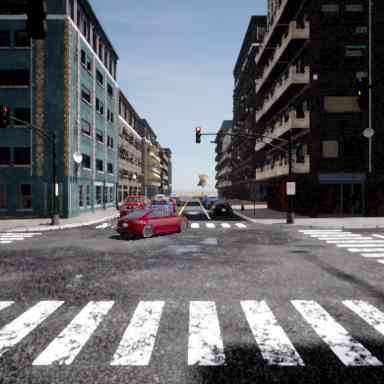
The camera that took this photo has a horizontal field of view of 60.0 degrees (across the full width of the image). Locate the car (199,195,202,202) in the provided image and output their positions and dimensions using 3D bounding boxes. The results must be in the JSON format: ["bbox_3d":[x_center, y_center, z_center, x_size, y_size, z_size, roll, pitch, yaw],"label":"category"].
[{"bbox_3d":[2.779,1.422,57.918,1.967,1.590,4.097,0,0,0],"label":"car"}]

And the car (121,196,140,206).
[{"bbox_3d":[-5.204,1.311,30.187,2.192,1.841,5.009,0,0,0],"label":"car"}]

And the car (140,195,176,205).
[{"bbox_3d":[-2.774,1.349,28.099,2.097,1.767,4.553,0,0,1],"label":"car"}]

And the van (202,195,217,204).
[{"bbox_3d":[2.739,1.329,46.815,1.690,1.788,3.998,0,0,0],"label":"van"}]

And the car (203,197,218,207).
[{"bbox_3d":[2.718,1.573,41.263,1.802,1.307,4.206,0,0,0],"label":"car"}]

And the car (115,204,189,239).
[{"bbox_3d":[-2.042,1.579,17.846,1.994,1.385,4.181,0,0,38],"label":"car"}]

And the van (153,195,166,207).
[{"bbox_3d":[-5.122,1.326,52.395,1.690,1.788,3.998,0,0,0],"label":"van"}]

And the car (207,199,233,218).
[{"bbox_3d":[2.676,1.562,30.159,1.947,1.339,4.313,0,0,0],"label":"car"}]

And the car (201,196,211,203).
[{"bbox_3d":[2.820,1.525,69.023,2.008,1.369,4.403,0,0,0],"label":"car"}]

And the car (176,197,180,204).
[{"bbox_3d":[-2.709,1.470,38.085,1.882,1.535,5.008,0,0,0],"label":"car"}]

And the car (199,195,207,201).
[{"bbox_3d":[2.881,1.504,85.679,1.887,1.381,4.507,0,0,0],"label":"car"}]

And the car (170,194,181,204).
[{"bbox_3d":[-2.653,1.463,51.062,1.882,1.535,5.008,0,0,1],"label":"car"}]

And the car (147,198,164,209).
[{"bbox_3d":[-5.142,1.533,46.844,1.887,1.381,4.507,0,0,0],"label":"car"}]

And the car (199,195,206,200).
[{"bbox_3d":[2.902,1.499,91.231,1.887,1.381,4.507,0,0,0],"label":"car"}]

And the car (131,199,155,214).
[{"bbox_3d":[-5.183,1.538,35.739,1.887,1.381,4.507,0,0,0],"label":"car"}]

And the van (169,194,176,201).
[{"bbox_3d":[-4.998,1.301,85.707,1.690,1.788,3.998,0,0,0],"label":"van"}]
